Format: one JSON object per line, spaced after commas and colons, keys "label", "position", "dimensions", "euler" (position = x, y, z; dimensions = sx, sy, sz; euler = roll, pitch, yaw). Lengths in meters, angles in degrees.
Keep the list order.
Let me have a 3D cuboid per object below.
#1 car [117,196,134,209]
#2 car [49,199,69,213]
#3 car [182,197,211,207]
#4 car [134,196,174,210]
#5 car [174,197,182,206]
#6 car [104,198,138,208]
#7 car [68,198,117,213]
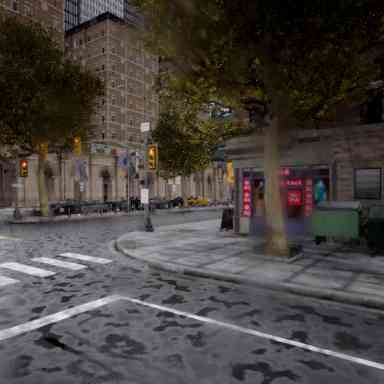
{"label": "car", "position": [-7.899, 1.352, 45.690], "dimensions": [2.097, 1.767, 4.553], "euler": [0, 0, 36]}
{"label": "car", "position": [-13.845, 1.505, 37.466], "dimensions": [1.837, 1.490, 4.892], "euler": [0, 0, 36]}
{"label": "car", "position": [1.077, 1.478, 52.106], "dimensions": [1.882, 1.535, 5.008], "euler": [0, 0, 36]}
{"label": "car", "position": [-4.932, 1.505, 43.818], "dimensions": [1.837, 1.490, 4.892], "euler": [0, 0, 36]}
{"label": "car", "position": [-1.780, 1.478, 54.134], "dimensions": [1.882, 1.535, 5.008], "euler": [0, 0, 36]}
{"label": "car", "position": [-10.172, 1.595, 47.925], "dimensions": [1.895, 1.301, 4.718], "euler": [0, 0, 36]}
{"label": "car", "position": [-10.663, 1.564, 35.893], "dimensions": [1.994, 1.385, 4.181], "euler": [0, 0, 36]}
